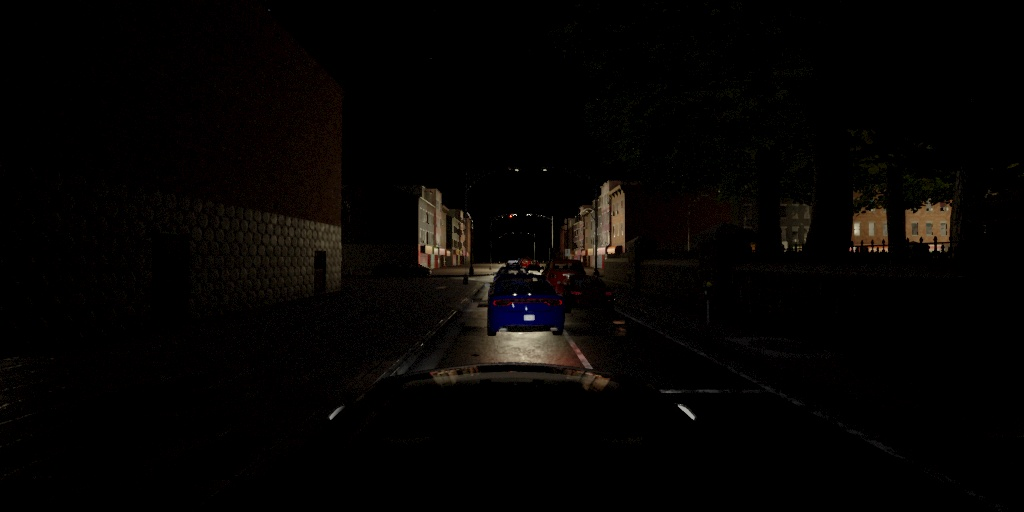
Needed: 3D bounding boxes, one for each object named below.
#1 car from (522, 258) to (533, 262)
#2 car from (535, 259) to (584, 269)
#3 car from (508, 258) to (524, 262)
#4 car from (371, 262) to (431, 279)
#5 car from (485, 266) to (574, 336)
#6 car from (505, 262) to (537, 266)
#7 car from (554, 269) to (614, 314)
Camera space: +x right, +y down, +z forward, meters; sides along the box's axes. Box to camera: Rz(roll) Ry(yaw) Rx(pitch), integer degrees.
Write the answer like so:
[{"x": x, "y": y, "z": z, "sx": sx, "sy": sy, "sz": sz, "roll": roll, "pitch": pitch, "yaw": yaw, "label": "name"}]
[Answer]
[{"x": 2.628, "y": 1.355, "z": 45.433, "sx": 1.888, "sy": 1.381, "sz": 4.507, "roll": 0, "pitch": 0, "yaw": 0, "label": "car"}, {"x": 2.634, "y": 1.076, "z": 19.004, "sx": 2.192, "sy": 1.841, "sz": 5.009, "roll": 0, "pitch": 0, "yaw": 0, "label": "car"}, {"x": 0.109, "y": 1.309, "z": 48.391, "sx": 2.128, "sy": 1.511, "sz": 4.902, "roll": 0, "pitch": 0, "yaw": 0, "label": "car"}, {"x": -9.464, "y": 1.240, "z": 30.740, "sx": 4.902, "sy": 1.511, "sz": 2.128, "roll": 0, "pitch": -1, "yaw": -5, "label": "car"}, {"x": 0.224, "y": 1.231, "z": 10.502, "sx": 1.882, "sy": 1.535, "sz": 5.008, "roll": 0, "pitch": 0, "yaw": -4, "label": "car"}, {"x": 0.066, "y": 1.238, "z": 18.048, "sx": 1.882, "sy": 1.535, "sz": 5.008, "roll": 0, "pitch": 0, "yaw": 1, "label": "car"}, {"x": 2.635, "y": 1.338, "z": 13.555, "sx": 1.802, "sy": 1.307, "sz": 4.207, "roll": 0, "pitch": 0, "yaw": 0, "label": "car"}]
